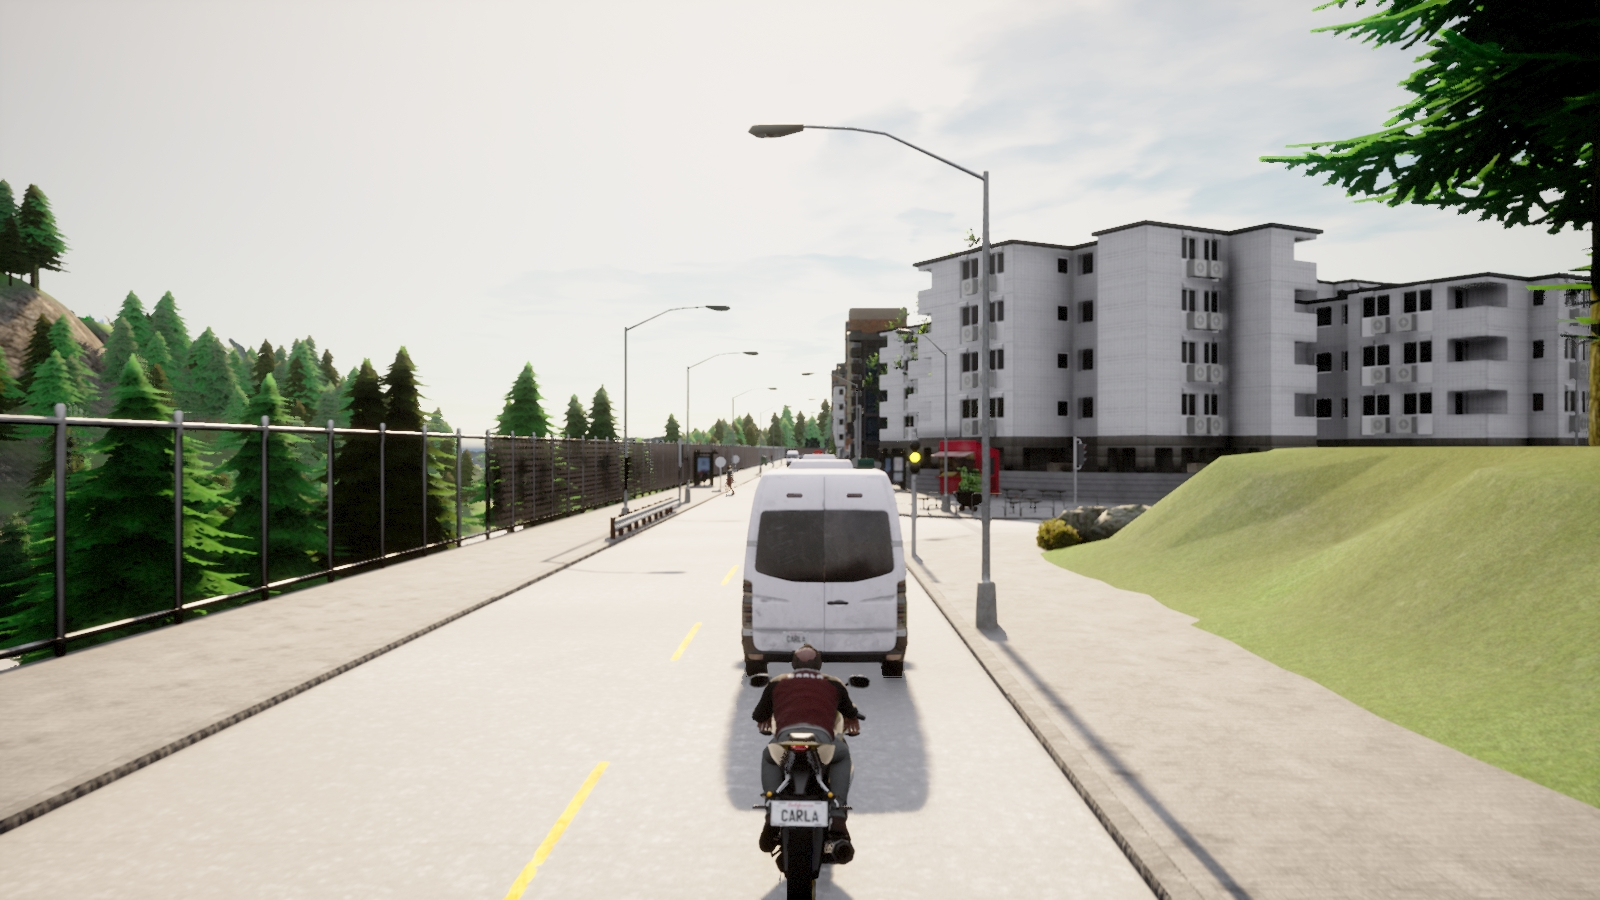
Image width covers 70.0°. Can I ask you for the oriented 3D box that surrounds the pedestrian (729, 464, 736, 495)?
[{"bbox_3d":[-4.115,1.810,69.561,0.375,1.860,0.375,0,0,10],"label":"pedestrian"}]

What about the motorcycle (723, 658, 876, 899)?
[{"bbox_3d":[0.043,2.200,7.548,0.867,1.251,2.209,0,0,2],"label":"motorcycle"}]

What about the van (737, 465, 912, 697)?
[{"bbox_3d":[0.323,1.525,15.929,1.988,2.561,5.915,0,0,1],"label":"van"}]
